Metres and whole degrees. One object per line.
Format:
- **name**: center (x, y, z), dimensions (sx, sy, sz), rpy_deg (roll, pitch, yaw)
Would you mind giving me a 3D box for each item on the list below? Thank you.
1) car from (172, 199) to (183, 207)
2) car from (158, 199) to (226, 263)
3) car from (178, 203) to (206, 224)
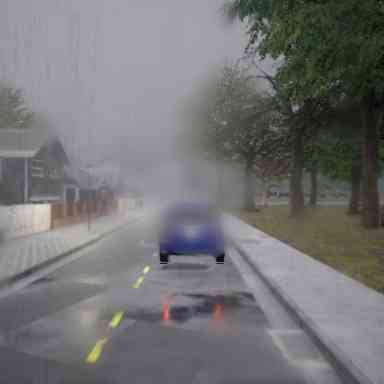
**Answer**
- **car**: center (-2.779, 2.155, 64.950), dimensions (1.882, 1.535, 5.008), rpy_deg (0, -1, 0)
- **car**: center (0.005, 1.349, 12.578), dimensions (2.150, 2.045, 5.566), rpy_deg (0, 0, 0)
- **car**: center (0.011, 1.776, 28.514), dimensions (2.128, 1.511, 4.902), rpy_deg (0, 0, 0)
